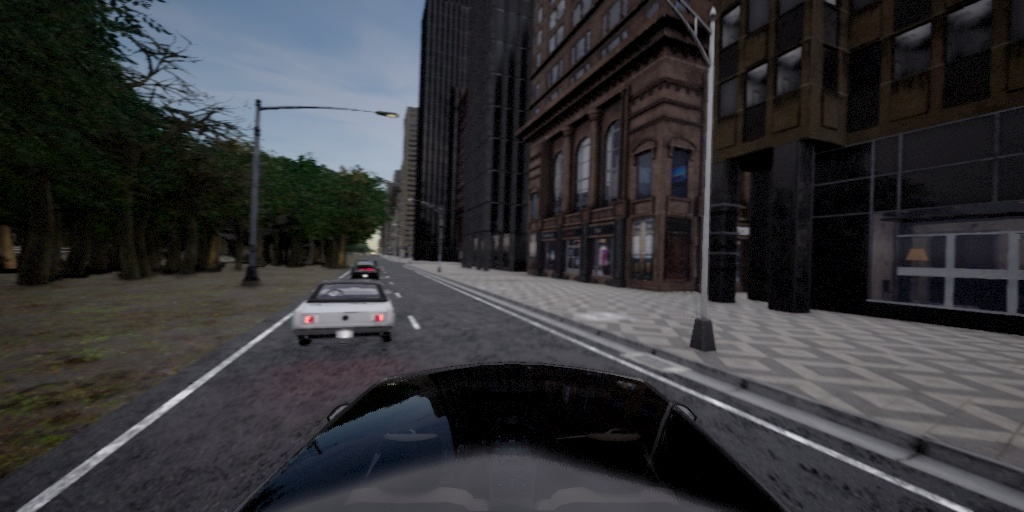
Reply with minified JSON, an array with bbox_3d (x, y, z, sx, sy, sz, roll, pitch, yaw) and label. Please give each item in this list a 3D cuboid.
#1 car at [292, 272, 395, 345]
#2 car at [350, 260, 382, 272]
[{"bbox_3d":[-4.103,1.254,9.199,1.895,1.301,4.718,2,0,-21],"label":"car"},{"bbox_3d":[-10.523,1.034,25.872,1.837,1.490,4.892,2,0,-21],"label":"car"}]
